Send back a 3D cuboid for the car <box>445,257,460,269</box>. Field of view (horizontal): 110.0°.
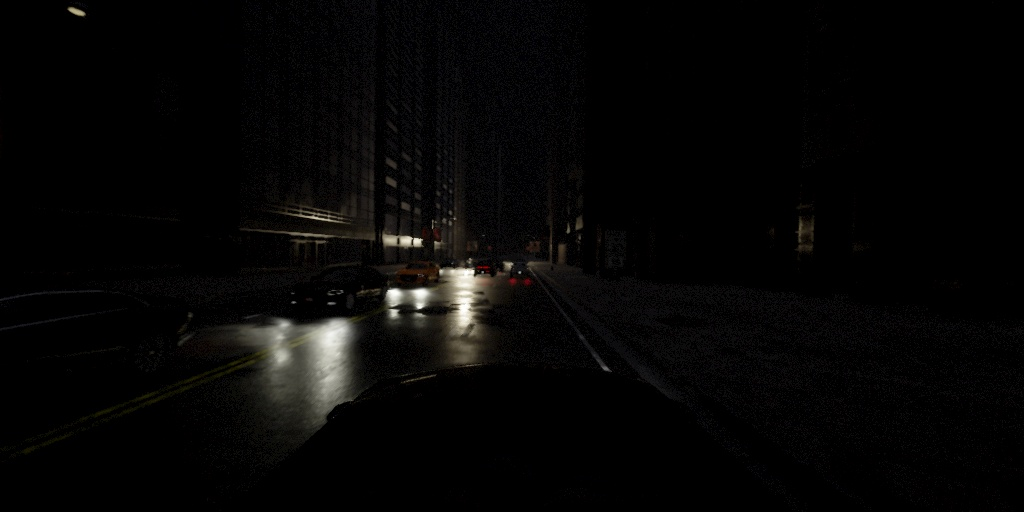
[{"bbox_3d":[-8.698,0.916,50.402,2.097,1.767,4.553,1,0,1],"label":"car"}]

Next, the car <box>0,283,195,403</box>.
[{"bbox_3d":[-6.592,1.128,4.325,2.128,1.511,4.902,1,0,0],"label":"car"}]

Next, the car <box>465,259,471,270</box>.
[{"bbox_3d":[-5.452,1.113,50.299,2.128,1.511,4.902,1,0,1],"label":"car"}]

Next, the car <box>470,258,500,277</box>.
[{"bbox_3d":[-2.507,1.180,34.235,1.837,1.490,4.892,1,0,2],"label":"car"}]

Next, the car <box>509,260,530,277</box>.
[{"bbox_3d":[0.750,1.255,34.695,1.812,1.442,4.674,1,0,1],"label":"car"}]

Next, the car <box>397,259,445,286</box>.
[{"bbox_3d":[-6.133,1.102,23.866,1.882,1.535,5.008,1,0,1],"label":"car"}]

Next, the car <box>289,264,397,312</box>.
[{"bbox_3d":[-6.370,1.108,13.841,1.882,1.535,5.008,1,0,1],"label":"car"}]

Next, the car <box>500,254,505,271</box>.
[{"bbox_3d":[-2.202,1.017,47.981,2.097,1.767,4.553,1,0,2],"label":"car"}]
